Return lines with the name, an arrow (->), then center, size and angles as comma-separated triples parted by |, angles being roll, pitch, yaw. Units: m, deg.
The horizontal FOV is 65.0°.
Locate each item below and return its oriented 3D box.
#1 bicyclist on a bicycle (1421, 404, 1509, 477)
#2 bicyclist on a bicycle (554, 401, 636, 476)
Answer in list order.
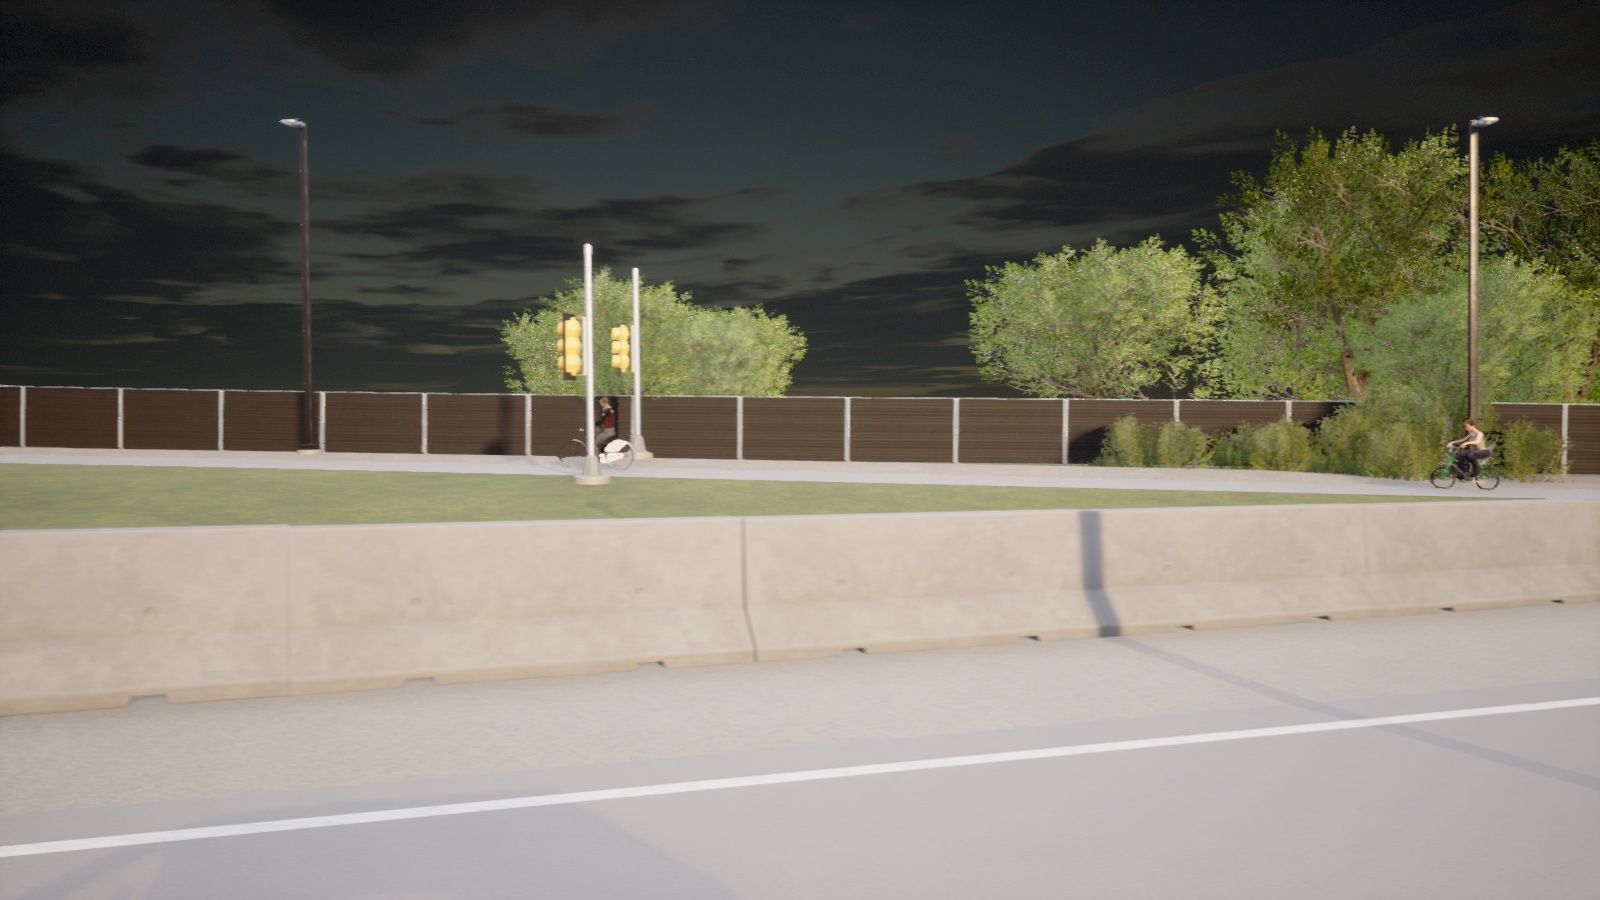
bicyclist on a bicycle -> 14.989, -0.213, 28.331 | 1.509, 1.612, 0.866 | 0, 1, 4
bicyclist on a bicycle -> -4.948, -0.279, 30.376 | 1.843, 1.776, 0.659 | 0, 2, 6
